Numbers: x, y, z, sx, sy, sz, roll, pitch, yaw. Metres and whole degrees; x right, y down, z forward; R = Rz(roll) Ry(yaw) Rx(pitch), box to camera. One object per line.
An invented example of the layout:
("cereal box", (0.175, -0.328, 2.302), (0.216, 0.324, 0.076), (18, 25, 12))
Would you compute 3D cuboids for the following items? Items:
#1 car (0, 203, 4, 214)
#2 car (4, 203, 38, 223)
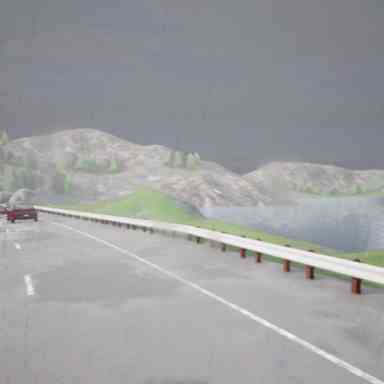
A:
("car", (-20.808, 1.921, 36.941), (2.033, 1.411, 5.357), (-1, 0, -38))
("car", (-14.616, 1.748, 28.585), (1.882, 1.535, 5.008), (-1, 0, -35))
